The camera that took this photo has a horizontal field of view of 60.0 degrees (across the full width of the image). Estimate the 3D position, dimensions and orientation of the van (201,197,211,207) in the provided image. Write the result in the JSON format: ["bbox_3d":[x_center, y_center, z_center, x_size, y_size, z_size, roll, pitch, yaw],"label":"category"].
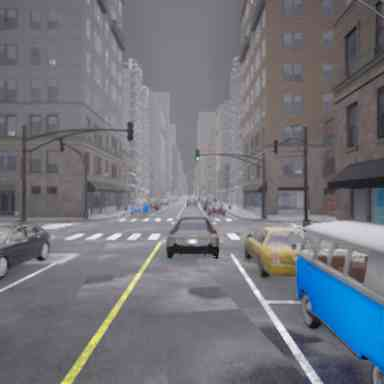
[{"bbox_3d":[2.679,1.946,65.319,1.690,1.788,3.998,0,0,0],"label":"van"}]

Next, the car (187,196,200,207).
[{"bbox_3d":[0.026,1.949,64.451,2.097,1.767,4.553,0,-1,0],"label":"car"}]

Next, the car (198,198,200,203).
[{"bbox_3d":[2.678,2.110,59.732,2.008,1.369,4.403,0,0,0],"label":"car"}]

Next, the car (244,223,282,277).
[{"bbox_3d":[2.670,1.627,10.368,1.752,1.417,4.829,0,-1,0],"label":"car"}]

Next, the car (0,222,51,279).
[{"bbox_3d":[-5.855,1.650,10.181,2.008,1.369,4.403,0,-1,0],"label":"car"}]

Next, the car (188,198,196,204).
[{"bbox_3d":[0.012,2.063,78.392,1.812,1.442,4.674,0,0,0],"label":"car"}]

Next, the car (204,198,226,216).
[{"bbox_3d":[2.674,1.800,37.393,1.967,1.590,4.097,0,-1,0],"label":"car"}]

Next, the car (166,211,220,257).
[{"bbox_3d":[0.080,1.696,13.510,1.994,1.385,4.181,0,0,2],"label":"car"}]

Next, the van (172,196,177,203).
[{"bbox_3d":[-5.842,2.160,93.237,1.690,1.788,3.998,0,0,0],"label":"van"}]

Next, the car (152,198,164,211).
[{"bbox_3d":[-5.850,1.778,48.550,2.192,1.841,5.009,0,-1,0],"label":"car"}]

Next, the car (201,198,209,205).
[{"bbox_3d":[3.157,2.224,80.215,1.837,1.490,4.892,0,0,0],"label":"car"}]

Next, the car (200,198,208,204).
[{"bbox_3d":[3.161,2.299,87.214,1.812,1.442,4.674,0,0,0],"label":"car"}]

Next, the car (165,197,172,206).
[{"bbox_3d":[-5.845,2.193,70.892,1.887,1.381,4.507,0,0,0],"label":"car"}]

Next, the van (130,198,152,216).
[{"bbox_3d":[-5.851,1.701,37.378,1.690,1.788,3.998,0,-1,0],"label":"van"}]

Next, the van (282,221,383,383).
[{"bbox_3d":[2.669,1.387,4.531,1.690,1.788,3.998,0,-1,0],"label":"van"}]

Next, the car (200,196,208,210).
[{"bbox_3d":[2.676,1.778,48.564,2.192,1.841,5.009,0,-1,0],"label":"car"}]
